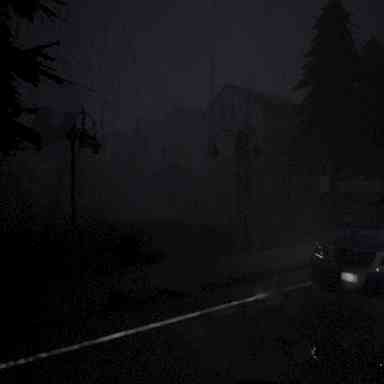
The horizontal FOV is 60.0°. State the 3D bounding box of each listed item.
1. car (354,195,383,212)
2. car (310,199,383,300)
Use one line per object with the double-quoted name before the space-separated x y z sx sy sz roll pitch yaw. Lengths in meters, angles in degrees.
"car" 18.271 1.091 31.382 2.128 1.511 4.902 0 0 -35
"car" 5.082 1.168 7.604 5.566 2.045 2.150 0 0 -36
